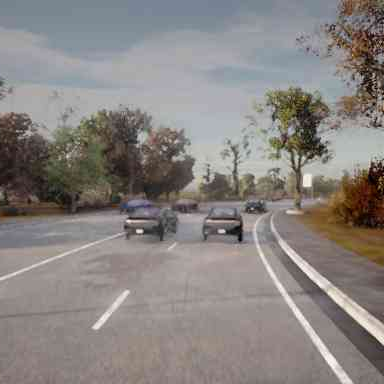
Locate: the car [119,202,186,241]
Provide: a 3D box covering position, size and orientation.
[{"bbox_3d":[-1.901,1.483,16.733,2.128,1.511,4.902,0,0,9],"label":"car"}]

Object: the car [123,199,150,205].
[{"bbox_3d":[-5.490,1.443,33.464,1.882,1.535,5.008,0,0,17],"label":"car"}]

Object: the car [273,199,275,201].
[{"bbox_3d":[17.952,1.628,72.876,1.895,1.301,4.718,0,0,34],"label":"car"}]

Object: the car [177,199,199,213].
[{"bbox_3d":[-0.738,1.467,36.896,1.882,1.535,5.008,0,0,19],"label":"car"}]

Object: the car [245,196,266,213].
[{"bbox_3d":[7.341,1.541,38.153,1.837,1.490,4.892,0,0,20],"label":"car"}]

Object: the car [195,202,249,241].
[{"bbox_3d":[1.655,1.500,16.841,2.128,1.511,4.902,0,0,9],"label":"car"}]
